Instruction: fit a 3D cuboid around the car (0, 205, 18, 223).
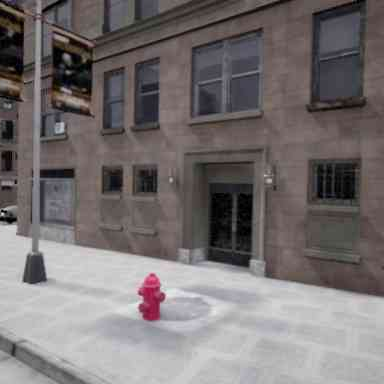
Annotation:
[{"bbox_3d":[-11.087,1.498,23.402,1.947,1.339,4.313,1,0,36],"label":"car"}]
